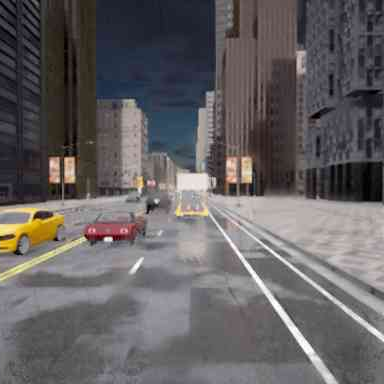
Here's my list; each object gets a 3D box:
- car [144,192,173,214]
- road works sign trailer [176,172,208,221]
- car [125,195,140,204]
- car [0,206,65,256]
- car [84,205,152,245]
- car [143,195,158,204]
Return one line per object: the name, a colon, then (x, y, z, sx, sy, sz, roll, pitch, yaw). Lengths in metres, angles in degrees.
car: (-3.132, 0.978, 32.439, 2.150, 2.045, 5.566, 0, 0, 0)
road works sign trailer: (0.022, 0.269, 25.244, 2.380, 3.560, 2.880, 0, 0, 1)
car: (-9.780, 1.204, 55.152, 1.994, 1.385, 4.181, 0, 0, 0)
car: (-6.593, 1.371, 12.864, 1.882, 1.535, 5.008, 0, 0, 0)
car: (-3.142, 1.480, 14.740, 1.895, 1.301, 4.718, 0, 0, 0)
car: (-6.538, 1.174, 53.351, 1.812, 1.442, 4.674, 0, 0, 0)
